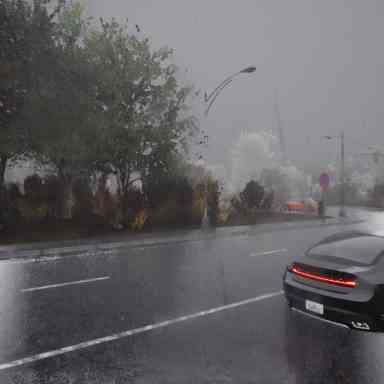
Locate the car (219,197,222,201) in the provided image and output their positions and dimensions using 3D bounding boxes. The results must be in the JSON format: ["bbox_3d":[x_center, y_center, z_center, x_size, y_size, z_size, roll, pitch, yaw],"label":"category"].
[{"bbox_3d":[4.499,1.353,69.509,1.994,1.385,4.181,0,1,-33],"label":"car"}]

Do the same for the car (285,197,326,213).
[{"bbox_3d":[12.510,1.352,36.826,2.097,1.767,4.553,0,0,-32],"label":"car"}]

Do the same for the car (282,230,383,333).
[{"bbox_3d":[3.839,1.505,6.476,4.892,1.490,1.837,0,0,-35],"label":"car"}]
